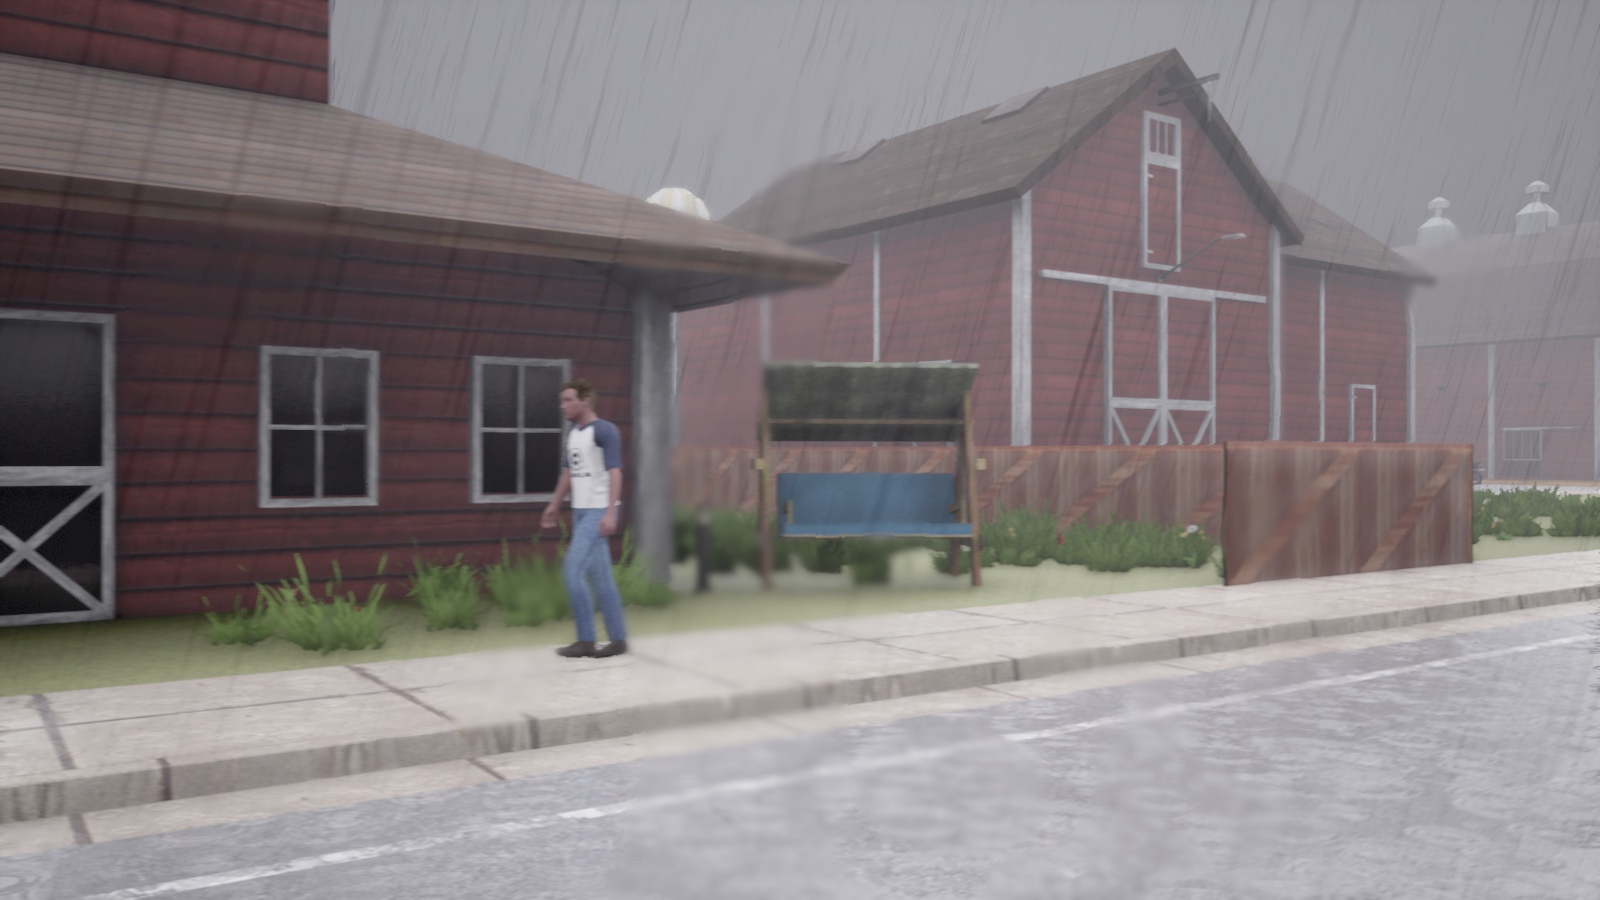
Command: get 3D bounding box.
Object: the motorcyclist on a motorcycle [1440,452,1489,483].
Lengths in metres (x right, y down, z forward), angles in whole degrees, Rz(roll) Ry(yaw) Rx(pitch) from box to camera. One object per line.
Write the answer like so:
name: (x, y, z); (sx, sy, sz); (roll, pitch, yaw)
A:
motorcyclist on a motorcycle: (32.705, 0.851, 61.811); (0.866, 1.530, 2.191); (0, 0, -16)

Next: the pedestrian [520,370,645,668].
pedestrian: (-1.394, 0.423, 8.080); (0.706, 1.836, 0.354); (0, 0, -34)
